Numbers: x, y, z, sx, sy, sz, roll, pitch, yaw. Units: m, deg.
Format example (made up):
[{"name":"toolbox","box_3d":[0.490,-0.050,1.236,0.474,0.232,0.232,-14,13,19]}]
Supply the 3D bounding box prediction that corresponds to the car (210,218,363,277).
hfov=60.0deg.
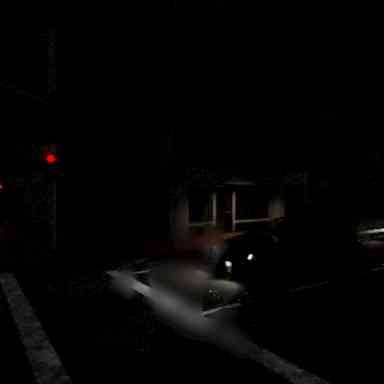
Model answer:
[{"name":"car","box_3d":[3.166,1.534,10.381,5.357,1.411,2.033,0,0,-34]}]
